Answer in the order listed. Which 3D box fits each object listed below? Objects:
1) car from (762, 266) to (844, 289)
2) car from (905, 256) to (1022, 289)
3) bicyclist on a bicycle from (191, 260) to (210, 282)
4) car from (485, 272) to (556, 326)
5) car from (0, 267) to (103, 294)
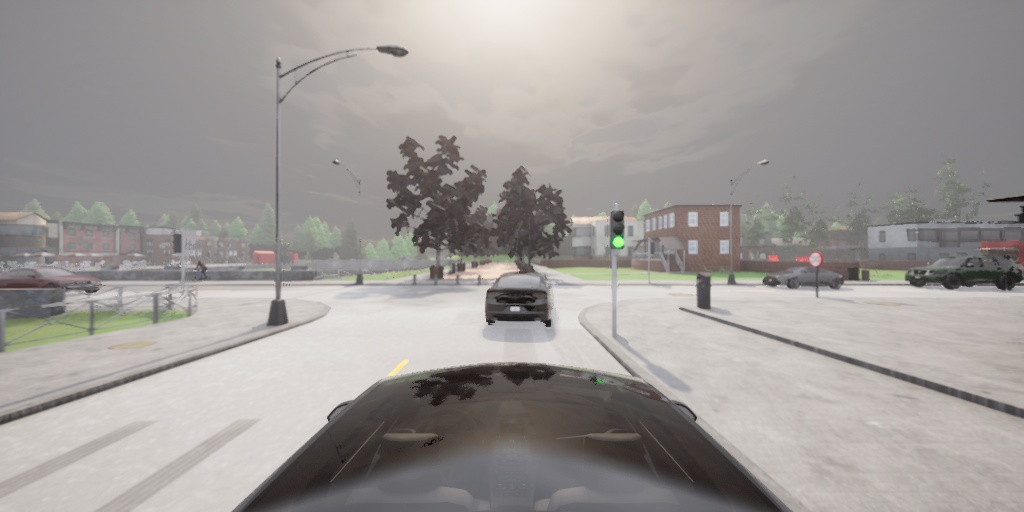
[{"bbox_3d":[18.446,1.357,22.843,4.181,1.385,1.994,0,0,0],"label":"car"},{"bbox_3d":[28.625,1.015,22.845,5.566,2.045,2.150,0,0,0],"label":"car"},{"bbox_3d":[-23.432,1.149,27.018,0.582,1.620,1.656,0,0,0],"label":"bicyclist on a bicycle"},{"bbox_3d":[0.417,1.248,11.903,1.882,1.535,5.008,0,0,8],"label":"car"},{"bbox_3d":[-24.298,1.309,18.638,4.674,1.442,1.812,0,0,0],"label":"car"}]
